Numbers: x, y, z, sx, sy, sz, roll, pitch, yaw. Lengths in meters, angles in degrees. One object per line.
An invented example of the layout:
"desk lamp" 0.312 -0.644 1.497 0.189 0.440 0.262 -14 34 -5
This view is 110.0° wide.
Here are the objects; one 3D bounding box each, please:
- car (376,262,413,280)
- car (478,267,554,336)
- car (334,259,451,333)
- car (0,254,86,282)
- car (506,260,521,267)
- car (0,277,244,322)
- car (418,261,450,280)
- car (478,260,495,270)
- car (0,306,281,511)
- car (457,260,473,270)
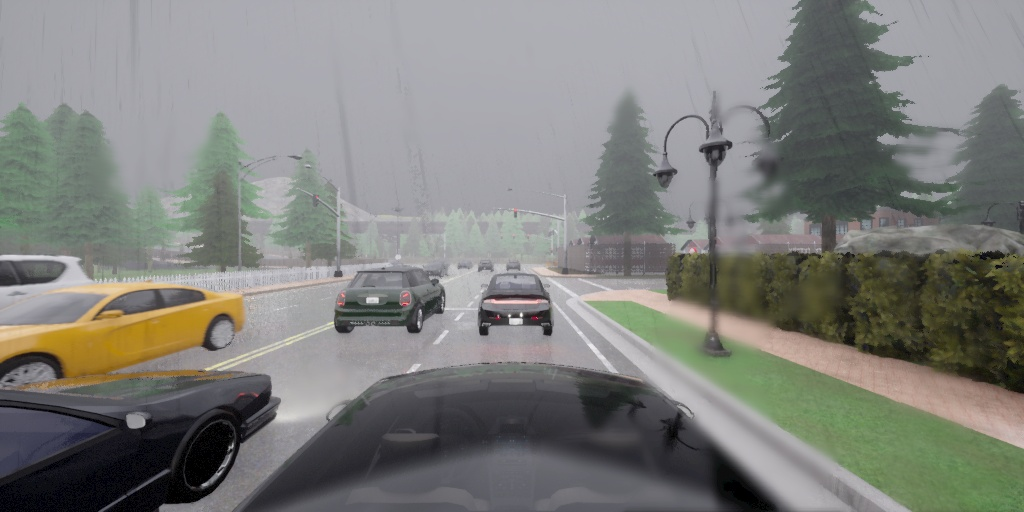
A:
"car" -10.533 1.314 32.451 1.994 1.385 4.181 0 0 0
"car" 0.101 1.242 10.394 2.128 1.511 4.902 0 0 0
"car" -3.395 1.102 10.876 2.097 1.767 4.553 0 0 0
"car" -10.591 0.971 5.913 2.150 2.045 5.566 0 0 0
"car" 0.214 1.241 49.623 2.128 1.511 4.902 0 0 1
"car" -7.090 1.227 6.184 1.882 1.535 5.008 0 0 0
"car" -7.032 1.254 32.946 1.837 1.490 4.892 0 0 0
"car" -3.308 1.255 46.003 1.837 1.490 4.892 0 0 0
"car" -3.403 1.297 1.350 2.033 1.411 5.357 0 0 0
"car" -6.893 1.328 53.009 2.033 1.411 5.357 0 0 0
